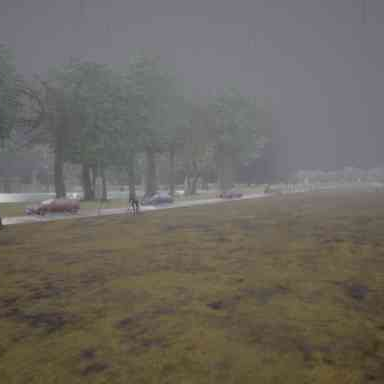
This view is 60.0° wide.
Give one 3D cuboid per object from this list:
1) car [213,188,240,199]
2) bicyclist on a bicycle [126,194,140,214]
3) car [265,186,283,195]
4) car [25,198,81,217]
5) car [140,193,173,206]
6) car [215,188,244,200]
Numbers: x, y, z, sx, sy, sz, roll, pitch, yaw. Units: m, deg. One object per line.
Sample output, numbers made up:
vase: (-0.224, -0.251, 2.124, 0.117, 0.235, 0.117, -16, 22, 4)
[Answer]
car: (5.496, 0.191, 52.444, 2.128, 1.511, 4.902, -1, 1, 36)
bicyclist on a bicycle: (-4.909, 0.996, 27.507, 1.656, 1.620, 0.582, -1, 1, 35)
car: (14.957, -0.365, 60.835, 1.882, 1.535, 5.008, -1, 2, 35)
car: (-11.713, 1.245, 28.252, 1.812, 1.442, 4.674, -1, 0, 35)
car: (-4.055, 0.848, 39.060, 1.812, 1.442, 4.674, -1, 1, 35)
car: (5.796, 0.270, 47.885, 2.128, 1.511, 4.902, -1, 1, 35)
